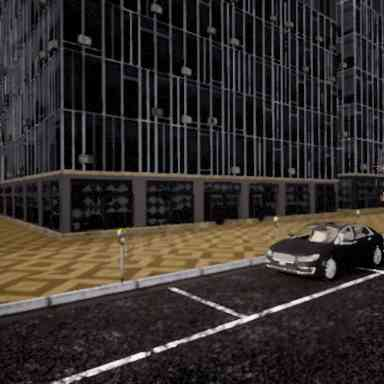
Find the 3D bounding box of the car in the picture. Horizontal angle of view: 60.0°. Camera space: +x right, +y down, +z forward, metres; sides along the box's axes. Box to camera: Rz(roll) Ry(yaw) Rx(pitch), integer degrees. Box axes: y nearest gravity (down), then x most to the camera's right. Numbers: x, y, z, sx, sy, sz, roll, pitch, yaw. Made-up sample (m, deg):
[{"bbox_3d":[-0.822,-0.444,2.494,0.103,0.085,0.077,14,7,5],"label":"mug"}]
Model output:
[{"bbox_3d":[4.024,1.555,9.766,4.403,1.369,2.008,0,0,-38],"label":"car"}]
